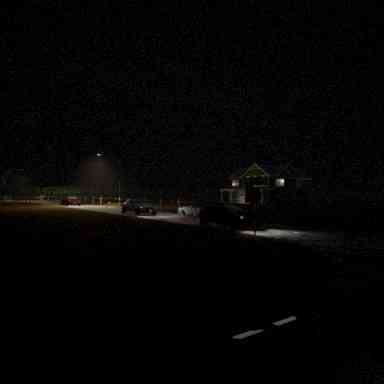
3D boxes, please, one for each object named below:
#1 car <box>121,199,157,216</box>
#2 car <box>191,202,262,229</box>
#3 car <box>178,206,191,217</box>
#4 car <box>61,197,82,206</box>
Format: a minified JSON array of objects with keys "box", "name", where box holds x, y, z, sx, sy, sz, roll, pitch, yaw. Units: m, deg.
[{"box":[-4.926,1.339,30.572,1.812,1.442,4.674,2,0,-36],"name":"car"},{"box":[2.217,1.407,20.592,1.812,1.442,4.674,2,-1,-35],"name":"car"},{"box":[0.766,1.513,27.532,1.895,1.301,4.718,2,-1,-35],"name":"car"},{"box":[-17.475,1.347,48.148,1.994,1.385,4.181,2,-1,-35],"name":"car"}]
